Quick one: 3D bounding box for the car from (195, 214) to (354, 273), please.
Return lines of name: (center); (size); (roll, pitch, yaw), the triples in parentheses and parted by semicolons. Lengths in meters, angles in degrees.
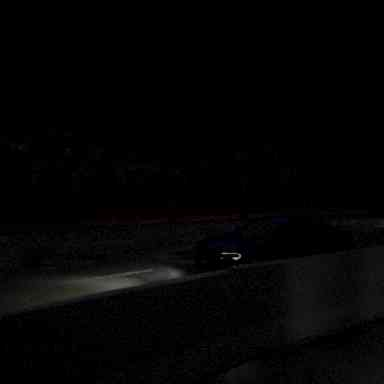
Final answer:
car: (2.440, 1.417, 9.437); (5.008, 1.535, 1.882); (0, 0, -30)
